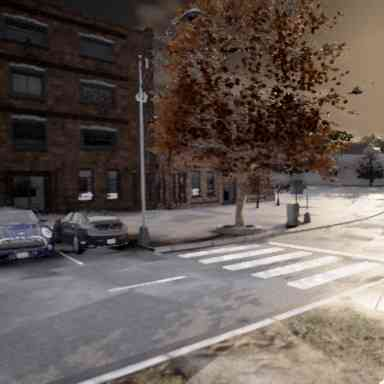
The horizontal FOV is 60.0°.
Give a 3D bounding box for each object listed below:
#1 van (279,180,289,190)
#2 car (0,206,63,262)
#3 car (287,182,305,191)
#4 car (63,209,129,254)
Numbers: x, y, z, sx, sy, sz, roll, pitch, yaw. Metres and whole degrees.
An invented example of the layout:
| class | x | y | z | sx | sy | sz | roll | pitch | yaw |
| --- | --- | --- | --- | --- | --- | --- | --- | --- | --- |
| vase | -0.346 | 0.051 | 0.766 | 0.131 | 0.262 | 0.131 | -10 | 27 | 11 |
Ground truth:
| class | x | y | z | sx | sy | sz | roll | pitch | yaw |
| --- | --- | --- | --- | --- | --- | --- | --- | --- | --- |
| van | 22.262 | -1.495 | 77.014 | 1.878 | 1.987 | 4.442 | 5 | 6 | 40 |
| car | -6.470 | 1.333 | 11.931 | 2.185 | 1.767 | 4.553 | 0 | 0 | -36 |
| car | 23.650 | -1.013 | 74.340 | 2.097 | 1.535 | 5.008 | 5 | 6 | 40 |
| car | -4.221 | 1.452 | 13.522 | 2.231 | 1.521 | 4.892 | 0 | 0 | -36 |
